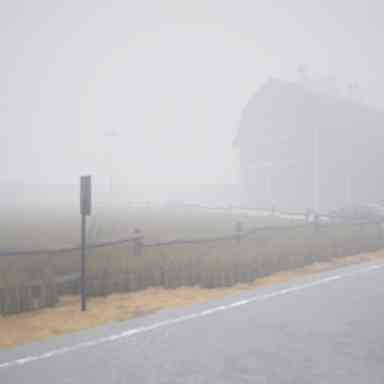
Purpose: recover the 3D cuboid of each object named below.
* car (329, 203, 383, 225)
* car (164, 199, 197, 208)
[{"bbox_3d":[10.510,1.465,19.662,1.882,1.535,5.008,0,0,-25],"label":"car"},{"bbox_3d":[-1.232,1.496,35.656,1.837,1.490,4.892,0,0,-38],"label":"car"}]
